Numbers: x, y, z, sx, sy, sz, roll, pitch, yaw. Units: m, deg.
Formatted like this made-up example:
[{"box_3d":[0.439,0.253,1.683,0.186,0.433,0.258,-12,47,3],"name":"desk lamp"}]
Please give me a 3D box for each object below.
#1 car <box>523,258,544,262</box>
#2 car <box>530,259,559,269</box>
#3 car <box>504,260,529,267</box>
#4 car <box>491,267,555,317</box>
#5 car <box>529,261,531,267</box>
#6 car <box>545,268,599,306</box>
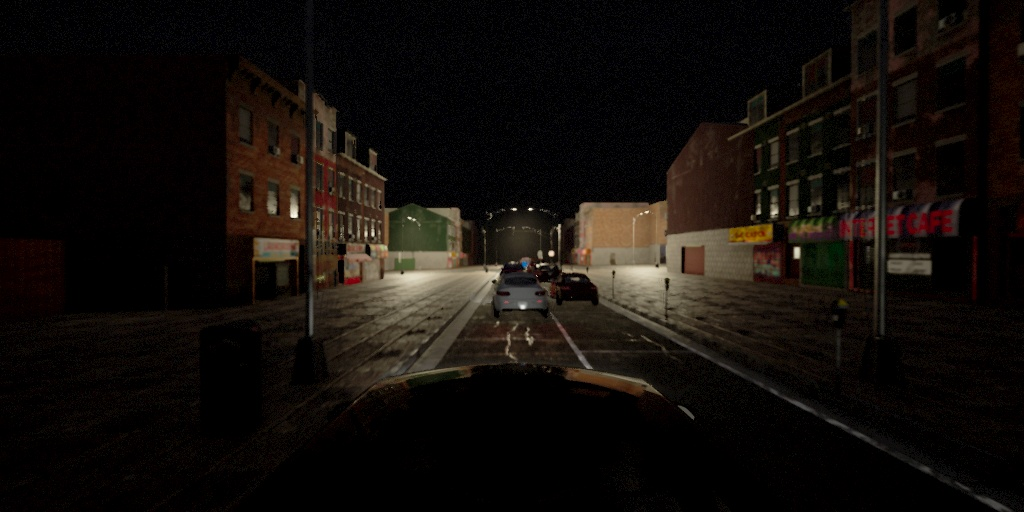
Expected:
[{"box_3d":[2.638,1.179,37.312,2.192,1.841,5.009,0,0,0],"name":"car"},{"box_3d":[2.638,1.264,26.508,1.967,1.591,4.097,0,0,0],"name":"car"},{"box_3d":[0.095,1.307,27.956,1.882,1.535,5.008,0,-1,0],"name":"car"},{"box_3d":[0.229,1.307,13.251,1.812,1.442,4.674,0,0,-3],"name":"car"},{"box_3d":[2.638,1.409,31.910,1.948,1.339,4.313,0,0,0],"name":"car"},{"box_3d":[2.637,1.370,15.703,1.802,1.307,4.207,0,0,0],"name":"car"}]
